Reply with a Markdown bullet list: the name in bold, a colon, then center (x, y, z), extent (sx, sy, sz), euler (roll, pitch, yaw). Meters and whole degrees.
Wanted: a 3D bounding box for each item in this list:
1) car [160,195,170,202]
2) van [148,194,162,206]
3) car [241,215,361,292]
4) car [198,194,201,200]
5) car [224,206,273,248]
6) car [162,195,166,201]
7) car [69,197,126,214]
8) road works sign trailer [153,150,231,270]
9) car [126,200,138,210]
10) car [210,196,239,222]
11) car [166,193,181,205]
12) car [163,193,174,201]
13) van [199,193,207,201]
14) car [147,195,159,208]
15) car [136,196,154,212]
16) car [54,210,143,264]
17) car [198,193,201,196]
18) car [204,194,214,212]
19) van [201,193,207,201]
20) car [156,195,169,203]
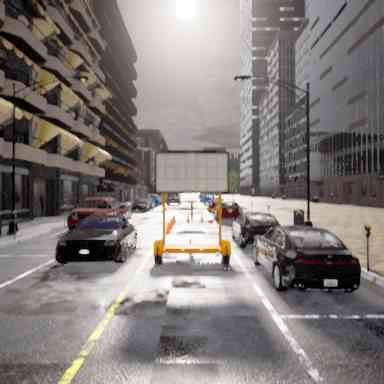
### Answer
- **car**: center (-5.671, 1.337, 69.743), extent (1.752, 1.417, 4.829), euler (1, 0, 0)
- **van**: center (-5.671, 1.210, 47.634), extent (1.690, 1.788, 3.998), euler (1, 0, 0)
- **car**: center (2.702, 1.526, 8.646), extent (2.008, 1.369, 4.403), euler (1, 0, 0)
- **car**: center (2.708, 1.408, 64.341), extent (1.802, 1.307, 4.206), euler (1, 0, 0)
- **car**: center (2.703, 1.510, 14.214), extent (2.008, 1.369, 4.403), euler (1, 0, 0)
- **car**: center (-5.673, 1.381, 53.034), extent (1.752, 1.417, 4.829), euler (1, 0, 0)
- **car**: center (-5.673, 1.259, 19.785), extent (2.192, 1.841, 5.009), euler (1, 0, 0)
- **road works sign trailer**: center (0.000, 0.433, 10.906), extent (2.380, 3.560, 2.880), euler (0, 0, 0)
- **car**: center (-5.677, 1.473, 25.355), extent (1.887, 1.381, 4.507), euler (1, 0, 0)
- **car**: center (2.705, 1.369, 25.353), extent (1.967, 1.590, 4.097), euler (1, 0, 0)
- **car**: center (-2.994, 1.176, 55.377), extent (2.150, 2.045, 5.566), euler (0, 0, 0)
- **car**: center (-5.667, 1.099, 81.052), extent (2.192, 1.841, 5.009), euler (1, 0, 0)
- **van**: center (2.713, 1.125, 81.051), extent (1.690, 1.788, 3.998), euler (1, 0, 0)
- **car**: center (-5.675, 1.435, 42.064), extent (2.008, 1.369, 4.403), euler (1, 0, 0)
- **car**: center (-5.675, 1.464, 36.495), extent (1.947, 1.339, 4.313), euler (1, 0, 0)
- **car**: center (-3.099, 1.531, 11.552), extent (1.994, 1.385, 4.181), euler (0, 0, 0)
- **car**: center (2.709, 1.336, 70.080), extent (1.752, 1.417, 4.829), euler (1, 0, 0)
- **car**: center (2.707, 1.339, 36.493), extent (1.967, 1.590, 4.097), euler (1, 0, 0)
- **van**: center (2.710, 1.196, 53.202), extent (1.690, 1.788, 3.998), euler (1, 0, 0)
- **car**: center (-5.672, 1.377, 64.342), extent (2.008, 1.369, 4.403), euler (1, 0, 0)
